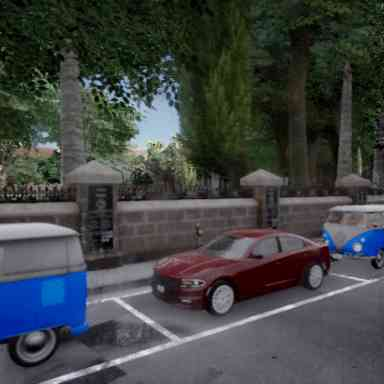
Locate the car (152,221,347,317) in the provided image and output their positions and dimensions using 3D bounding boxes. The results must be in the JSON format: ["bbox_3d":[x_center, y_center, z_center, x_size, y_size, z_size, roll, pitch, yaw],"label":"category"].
[{"bbox_3d":[1.257,1.526,7.430,4.507,1.381,1.887,0,0,-35],"label":"car"}]

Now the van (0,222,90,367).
[{"bbox_3d":[-3.351,1.343,4.147,3.998,1.788,1.690,0,0,-35],"label":"van"}]

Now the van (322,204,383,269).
[{"bbox_3d":[5.864,1.302,10.714,3.998,1.788,1.690,0,0,-35],"label":"van"}]
